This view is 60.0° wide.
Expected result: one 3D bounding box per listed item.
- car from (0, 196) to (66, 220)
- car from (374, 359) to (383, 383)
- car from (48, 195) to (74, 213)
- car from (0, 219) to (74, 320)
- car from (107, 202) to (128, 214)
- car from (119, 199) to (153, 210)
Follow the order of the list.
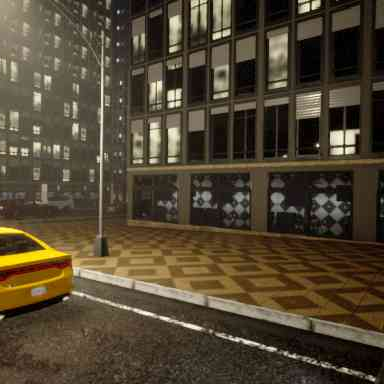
[{"bbox_3d":[-14.388,1.516,29.600,2.192,1.841,5.009,1,0,36],"label":"car"},{"bbox_3d":[3.567,1.548,1.154,5.357,1.411,2.033,0,0,35],"label":"car"},{"bbox_3d":[-15.947,1.377,37.225,2.150,2.045,5.566,1,0,37],"label":"car"},{"bbox_3d":[-4.541,1.473,6.890,5.008,1.535,1.882,0,0,35],"label":"car"},{"bbox_3d":[-7.618,1.827,38.831,1.752,1.417,4.829,1,0,36],"label":"car"},{"bbox_3d":[-8.025,1.776,48.034,1.837,1.490,4.892,1,0,36],"label":"car"}]
